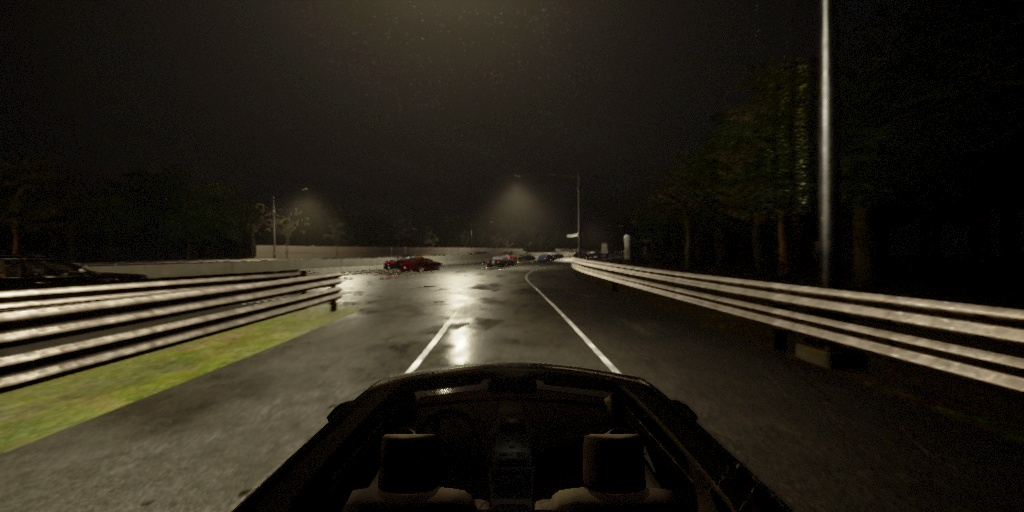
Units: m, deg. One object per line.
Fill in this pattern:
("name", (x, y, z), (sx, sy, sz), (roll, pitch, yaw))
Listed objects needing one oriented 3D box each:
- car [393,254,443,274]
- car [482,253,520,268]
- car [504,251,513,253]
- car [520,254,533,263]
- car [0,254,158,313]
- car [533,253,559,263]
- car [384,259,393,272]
("car", (-8.502, 0.834, 33.837), (1.882, 1.535, 5.008), (0, 1, 22))
("car", (-1.201, 0.690, 42.759), (2.033, 1.411, 5.357), (0, 1, 22))
("car", (-0.741, 0.227, 62.951), (2.097, 1.767, 4.553), (0, 1, 22))
("car", (2.535, 0.339, 61.715), (2.128, 1.511, 4.902), (0, 1, 22))
("car", (-14.069, 0.964, 10.286), (2.150, 2.045, 5.566), (0, 1, 22))
("car", (5.787, 0.368, 60.413), (2.033, 1.411, 5.357), (0, 1, 22))
("car", (-11.019, 0.841, 36.988), (2.128, 1.511, 4.902), (0, 1, 22))
